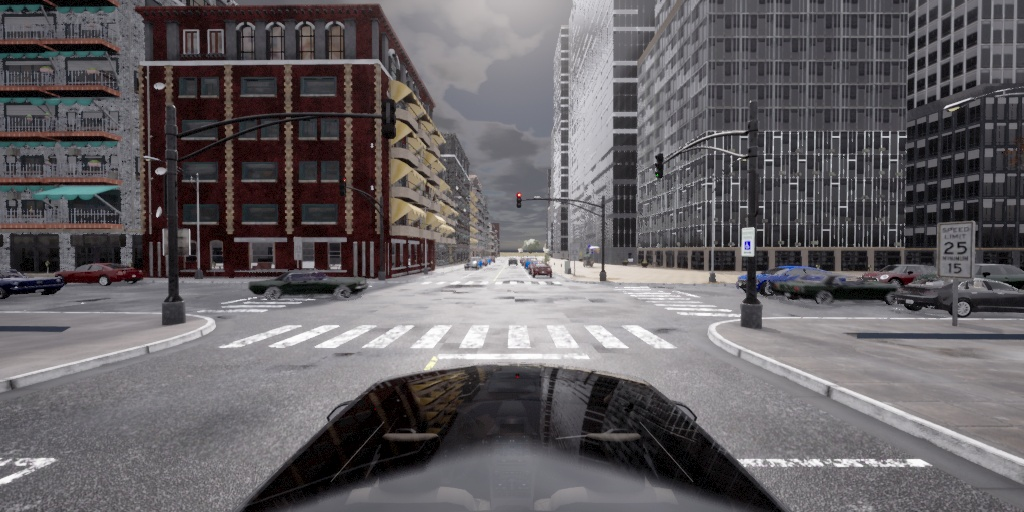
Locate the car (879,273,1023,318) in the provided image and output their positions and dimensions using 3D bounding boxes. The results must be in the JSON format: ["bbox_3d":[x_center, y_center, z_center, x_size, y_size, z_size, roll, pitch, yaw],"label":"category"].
[{"bbox_3d":[16.741,1.445,13.100,4.403,1.370,2.007,0,0,1],"label":"car"}]

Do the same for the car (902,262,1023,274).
[{"bbox_3d":[24.146,1.189,18.886,4.553,1.767,2.097,0,1,1],"label":"car"}]

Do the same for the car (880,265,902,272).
[{"bbox_3d":[23.420,1.230,21.632,4.097,1.591,1.967,0,0,1],"label":"car"}]

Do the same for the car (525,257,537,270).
[{"bbox_3d":[2.744,1.159,39.086,1.967,1.591,4.097,0,0,0],"label":"car"}]

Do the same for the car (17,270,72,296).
[{"bbox_3d":[-23.825,1.266,16.460,4.718,1.301,1.895,0,1,1],"label":"car"}]

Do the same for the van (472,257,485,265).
[{"bbox_3d":[-5.565,1.036,56.010,1.690,1.789,3.998,0,0,0],"label":"van"}]

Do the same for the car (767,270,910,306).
[{"bbox_3d":[14.437,1.442,15.850,4.718,1.301,1.895,0,1,1],"label":"car"}]

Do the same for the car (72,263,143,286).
[{"bbox_3d":[-25.808,1.110,22.397,4.507,1.381,1.888,0,0,1],"label":"car"}]

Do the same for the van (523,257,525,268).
[{"bbox_3d":[2.771,1.044,50.378,1.690,1.789,3.998,0,0,0],"label":"van"}]

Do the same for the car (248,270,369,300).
[{"bbox_3d":[-9.387,1.329,16.960,4.718,1.301,1.895,0,1,-9],"label":"car"}]

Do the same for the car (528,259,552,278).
[{"bbox_3d":[2.731,1.271,33.440,1.888,1.381,4.507,0,0,0],"label":"car"}]

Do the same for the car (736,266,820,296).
[{"bbox_3d":[14.687,1.270,19.046,5.008,1.535,1.882,0,1,2],"label":"car"}]

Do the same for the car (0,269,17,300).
[{"bbox_3d":[-22.596,1.259,13.733,4.507,1.381,1.888,0,0,1],"label":"car"}]

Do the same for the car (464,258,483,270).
[{"bbox_3d":[-5.577,1.269,50.364,1.948,1.339,4.313,0,0,0],"label":"car"}]

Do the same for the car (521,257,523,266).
[{"bbox_3d":[2.784,1.240,56.024,1.888,1.381,4.507,0,0,0],"label":"car"}]
